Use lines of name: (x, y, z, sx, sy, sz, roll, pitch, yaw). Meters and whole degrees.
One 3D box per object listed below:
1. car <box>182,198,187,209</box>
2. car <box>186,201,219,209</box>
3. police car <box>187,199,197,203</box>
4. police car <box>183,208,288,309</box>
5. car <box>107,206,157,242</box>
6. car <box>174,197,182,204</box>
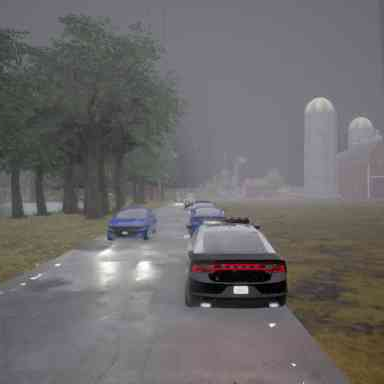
car: (-0.054, 1.699, 47.076, 1.895, 1.301, 4.718, 0, 0, 1)
car: (0.794, 1.487, 18.009, 1.882, 1.535, 5.008, 0, 0, 0)
police car: (0.783, 1.442, 24.120, 1.930, 1.638, 5.238, 0, 0, 0)
police car: (0.811, 1.428, 8.119, 1.930, 1.638, 5.238, 0, 0, 0)
car: (-2.880, 1.485, 16.786, 1.882, 1.535, 5.008, 0, 0, 0)
car: (-2.878, 1.769, 72.686, 2.128, 1.511, 4.902, 0, 0, 0)
